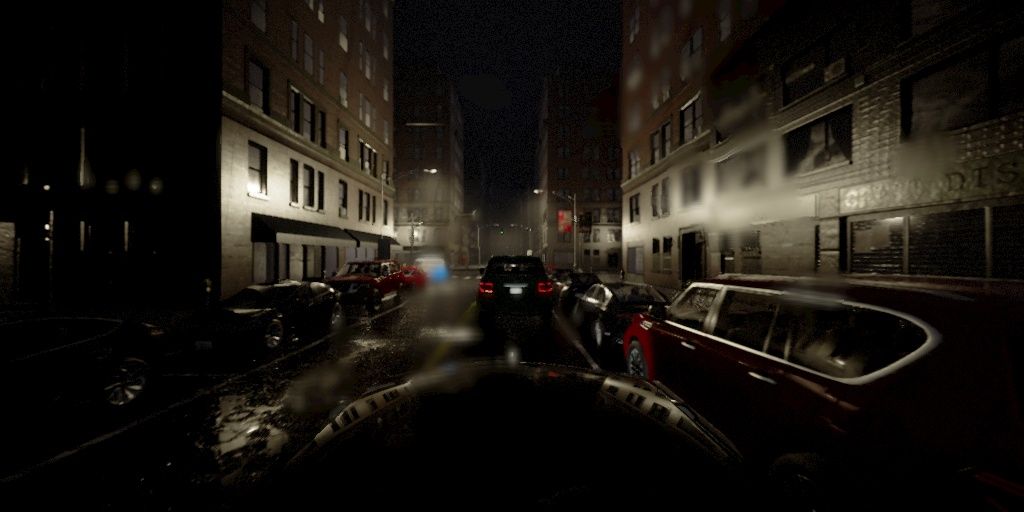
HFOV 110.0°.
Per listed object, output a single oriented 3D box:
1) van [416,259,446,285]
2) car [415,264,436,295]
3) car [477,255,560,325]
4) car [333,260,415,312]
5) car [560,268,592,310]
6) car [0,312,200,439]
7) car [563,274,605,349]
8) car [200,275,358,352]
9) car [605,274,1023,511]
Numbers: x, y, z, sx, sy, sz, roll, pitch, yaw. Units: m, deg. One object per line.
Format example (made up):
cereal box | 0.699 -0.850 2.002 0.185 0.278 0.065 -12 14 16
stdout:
van | -5.827 1.123 25.749 1.690 1.789 3.998 0 0 0
car | -5.835 1.320 20.163 1.888 1.381 4.507 0 0 0
car | 0.067 0.988 12.026 2.150 2.045 5.566 0 0 -1
car | -5.842 1.082 14.576 2.192 1.841 5.009 0 0 0
car | 2.683 1.334 14.569 1.948 1.339 4.313 0 0 0
car | -5.857 1.318 3.404 1.948 1.339 4.313 0 0 0
car | 2.676 1.311 8.985 2.007 1.370 4.403 0 0 0
car | -5.849 1.326 8.991 1.948 1.339 4.313 0 0 0
car | 2.669 1.067 3.399 2.192 1.841 5.009 0 0 0
